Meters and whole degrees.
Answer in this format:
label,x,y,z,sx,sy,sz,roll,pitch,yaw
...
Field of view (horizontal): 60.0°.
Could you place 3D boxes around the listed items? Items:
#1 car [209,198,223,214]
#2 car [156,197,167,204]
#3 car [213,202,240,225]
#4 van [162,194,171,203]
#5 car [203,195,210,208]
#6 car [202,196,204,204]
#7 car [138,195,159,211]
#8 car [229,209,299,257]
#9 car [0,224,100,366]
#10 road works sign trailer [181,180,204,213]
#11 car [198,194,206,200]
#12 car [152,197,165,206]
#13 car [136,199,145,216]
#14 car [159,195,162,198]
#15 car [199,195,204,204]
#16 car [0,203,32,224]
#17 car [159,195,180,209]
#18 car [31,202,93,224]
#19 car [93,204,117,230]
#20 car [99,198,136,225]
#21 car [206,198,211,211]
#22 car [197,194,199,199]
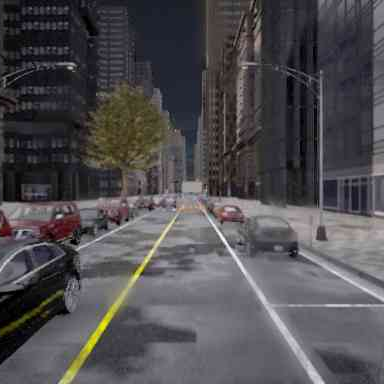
label,x,y,z,sx,sy,sz,roll,pitch,yaw
car,2.761,1.552,29.961,1.752,1.417,4.829,0,0,0
car,-5.765,1.653,63.847,1.802,1.307,4.206,0,0,0
car,2.761,1.603,24.113,1.802,1.307,4.206,0,0,0
van,-5.766,1.428,75.202,1.690,1.788,3.998,0,0,0
car,2.760,1.479,41.146,1.967,1.590,4.097,0,0,0
car,2.760,1.613,46.824,1.947,1.339,4.313,0,0,0
car,-5.765,1.355,41.137,2.192,1.841,5.009,0,0,0
car,2.761,1.561,12.758,2.008,1.369,4.403,0,0,0
car,-3.101,1.496,4.732,2.128,1.511,4.902,0,0,0
road works sign trailer,-0.001,0.499,37.202,2.380,3.560,2.880,0,0,0
car,2.760,1.510,63.856,1.967,1.590,4.097,0,0,0
car,-5.765,1.645,58.170,1.802,1.307,4.206,0,0,0
car,-5.764,1.578,29.783,2.008,1.369,4.403,0,0,0
car,-5.765,1.580,52.322,1.752,1.417,4.829,0,0,0
car,2.760,1.613,58.178,2.008,1.369,4.403,0,0,0
car,-5.764,1.321,7.074,2.192,1.841,5.009,0,0,0
car,-3.087,1.572,46.238,1.812,1.442,4.674,0,0,0
car,-5.764,1.326,12.751,2.192,1.841,5.009,0,0,0
car,-5.764,1.582,18.428,1.947,1.339,4.313,0,0,0
car,-5.764,1.336,24.106,2.192,1.841,5.009,0,0,0
car,2.760,1.614,35.468,1.802,1.307,4.206,0,0,0
car,2.760,1.638,75.211,2.008,1.369,4.403,0,0,0
